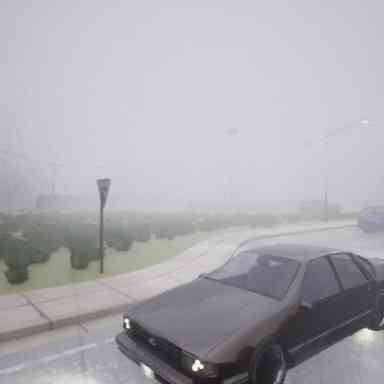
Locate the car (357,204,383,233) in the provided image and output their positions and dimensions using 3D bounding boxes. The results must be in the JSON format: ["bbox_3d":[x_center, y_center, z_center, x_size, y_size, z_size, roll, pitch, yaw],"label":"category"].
[{"bbox_3d":[12.270,1.674,19.441,2.242,1.667,4.611,0,-1,-39],"label":"car"}]

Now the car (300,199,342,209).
[{"bbox_3d":[14.837,1.706,38.560,1.932,1.855,4.605,0,-1,-39],"label":"car"}]

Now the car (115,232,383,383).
[{"bbox_3d":[1.564,1.606,5.365,5.357,1.411,2.033,0,-1,-39],"label":"car"}]
